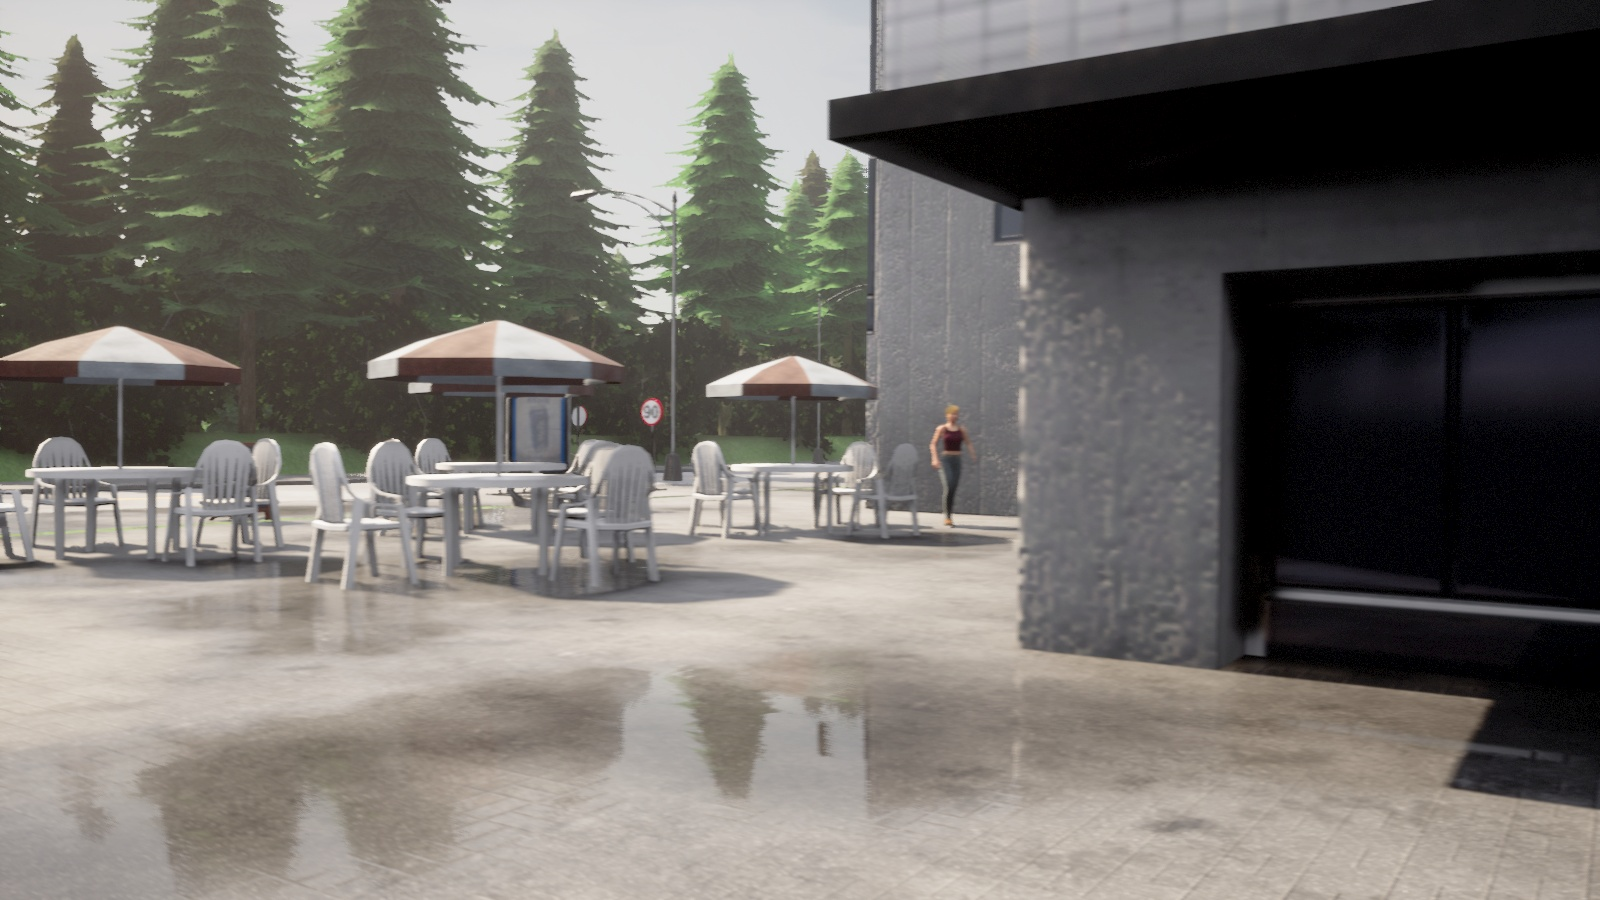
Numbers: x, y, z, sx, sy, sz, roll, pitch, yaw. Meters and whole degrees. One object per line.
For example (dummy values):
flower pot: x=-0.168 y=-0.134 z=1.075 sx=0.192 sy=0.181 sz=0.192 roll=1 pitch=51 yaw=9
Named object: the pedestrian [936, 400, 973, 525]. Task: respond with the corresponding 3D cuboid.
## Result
pedestrian: x=2.298 y=0.185 z=18.746 sx=0.345 sy=1.836 sz=0.594 roll=-1 pitch=1 yaw=-14
